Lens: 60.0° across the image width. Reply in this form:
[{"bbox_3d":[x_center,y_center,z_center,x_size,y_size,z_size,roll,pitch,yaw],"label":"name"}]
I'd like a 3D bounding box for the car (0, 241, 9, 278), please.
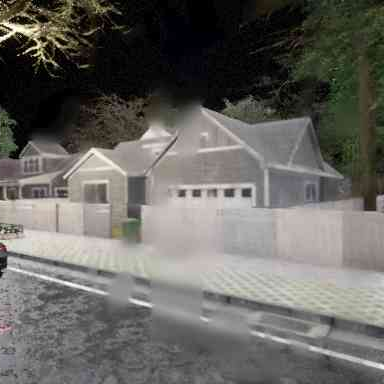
[{"bbox_3d":[-6.709,1.524,8.783,4.892,1.490,1.837,0,0,36],"label":"car"}]
